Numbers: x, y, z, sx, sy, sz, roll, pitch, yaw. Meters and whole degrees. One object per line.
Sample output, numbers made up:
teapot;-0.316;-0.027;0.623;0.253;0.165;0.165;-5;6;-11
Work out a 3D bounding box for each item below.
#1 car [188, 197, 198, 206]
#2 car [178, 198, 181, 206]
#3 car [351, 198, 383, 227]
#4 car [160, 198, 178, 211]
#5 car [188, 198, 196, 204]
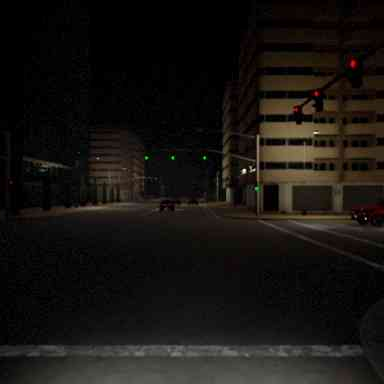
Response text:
car;0.163;2.030;67.973;1.812;1.442;4.674;0;-1;-1
car;-3.317;1.988;68.931;1.882;1.535;5.008;0;0;0
car;14.455;1.398;23.779;5.566;2.045;2.150;0;0;-1
car;-3.345;1.843;45.616;1.837;1.490;4.892;0;0;0
car;0.096;2.094;80.202;1.837;1.490;4.892;0;0;0
